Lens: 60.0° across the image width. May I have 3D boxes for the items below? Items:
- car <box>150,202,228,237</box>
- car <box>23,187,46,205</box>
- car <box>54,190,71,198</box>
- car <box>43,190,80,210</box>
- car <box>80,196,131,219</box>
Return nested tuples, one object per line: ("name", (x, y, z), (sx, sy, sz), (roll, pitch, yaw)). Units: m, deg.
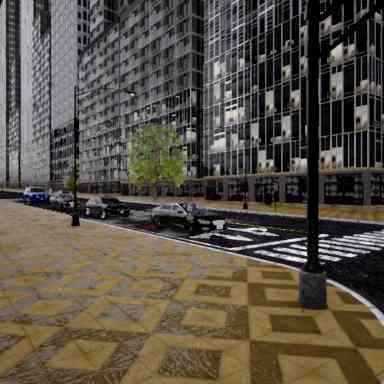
("car", (-0.269, 1.256, 16.776), (2.128, 1.511, 4.902), (0, 1, -38))
("car", (-19.141, 0.424, 40.931), (2.150, 2.045, 5.566), (0, 1, -38))
("car", (-25.299, 0.297, 64.873), (1.812, 1.442, 4.674), (0, 1, -38))
("car", (-12.347, 0.897, 32.167), (2.128, 1.511, 4.902), (0, 1, -38))
("car", (-6.247, 1.093, 24.381), (1.837, 1.490, 4.892), (0, 1, -38))
